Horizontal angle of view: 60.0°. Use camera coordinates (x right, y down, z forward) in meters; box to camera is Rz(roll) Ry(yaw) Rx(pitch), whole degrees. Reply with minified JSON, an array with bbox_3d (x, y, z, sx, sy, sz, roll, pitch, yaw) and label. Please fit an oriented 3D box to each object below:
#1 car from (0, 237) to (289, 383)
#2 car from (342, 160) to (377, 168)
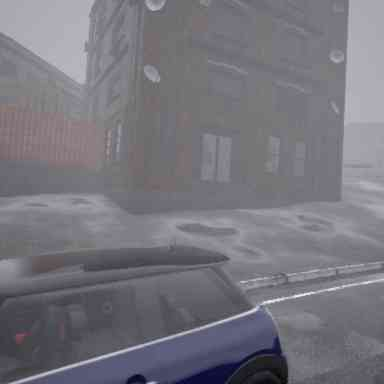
[{"bbox_3d":[-1.360,1.353,2.707,4.553,1.767,2.097,0,0,-34],"label":"car"},{"bbox_3d":[20.959,-3.292,42.377,4.553,1.767,2.185,2,-3,14],"label":"car"}]
